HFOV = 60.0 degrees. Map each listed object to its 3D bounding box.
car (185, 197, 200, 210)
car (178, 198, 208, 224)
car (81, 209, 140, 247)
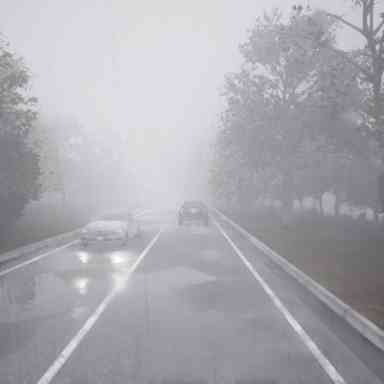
[{"bbox_3d":[0.089,1.456,43.142,1.882,1.535,5.008,0,0,0],"label":"car"},{"bbox_3d":[0.093,1.358,24.920,2.097,1.767,4.553,0,0,0],"label":"car"},{"bbox_3d":[-3.536,1.529,15.176,1.812,1.442,4.674,0,0,0],"label":"car"}]
